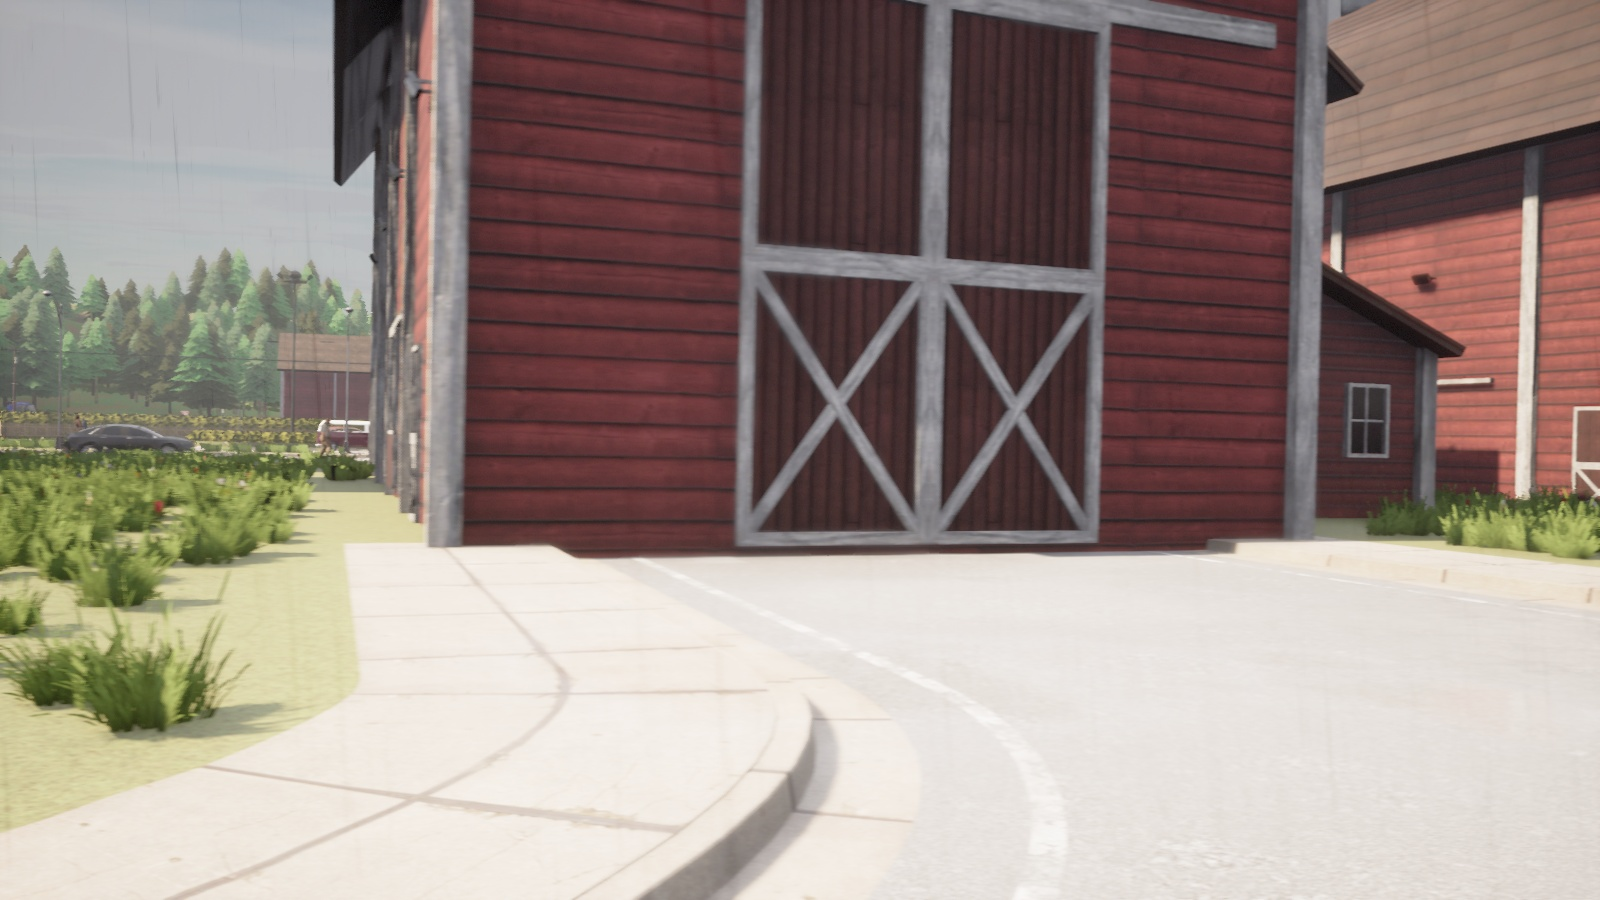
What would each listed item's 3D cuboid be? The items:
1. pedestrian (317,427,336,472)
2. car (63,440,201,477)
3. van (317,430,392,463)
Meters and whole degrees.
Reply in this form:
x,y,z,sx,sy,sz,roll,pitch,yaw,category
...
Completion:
x,y,z,sx,sy,sz,roll,pitch,yaw,category
-19.522,-0.023,51.773,0.694,1.848,0.540,0,1,-13,pedestrian
-27.822,0.314,52.470,4.892,1.490,1.837,0,1,-21,car
-28.391,-0.238,80.050,4.480,2.038,2.069,0,1,-20,van
